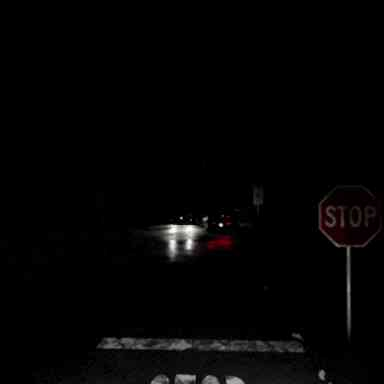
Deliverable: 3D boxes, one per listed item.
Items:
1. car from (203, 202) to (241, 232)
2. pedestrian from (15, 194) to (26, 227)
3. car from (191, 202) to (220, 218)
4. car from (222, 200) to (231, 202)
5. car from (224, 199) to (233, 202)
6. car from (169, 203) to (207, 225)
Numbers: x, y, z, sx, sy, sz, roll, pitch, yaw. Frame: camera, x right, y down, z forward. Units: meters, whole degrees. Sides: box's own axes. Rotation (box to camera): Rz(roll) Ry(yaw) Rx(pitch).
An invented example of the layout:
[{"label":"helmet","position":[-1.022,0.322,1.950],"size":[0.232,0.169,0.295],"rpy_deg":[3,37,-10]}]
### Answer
[{"label":"car","position":[2.017,1.621,21.226],"size":[1.837,1.490,4.892],"rpy_deg":[0,-1,8]},{"label":"pedestrian","position":[-9.636,1.042,18.623],"size":[0.375,1.860,0.375],"rpy_deg":[0,-4,3]},{"label":"car","position":[1.529,1.858,35.136],"size":[2.033,1.411,5.357],"rpy_deg":[0,-1,13]},{"label":"car","position":[3.695,2.049,44.540],"size":[1.895,1.301,4.718],"rpy_deg":[0,-1,13]},{"label":"car","position":[5.774,1.955,54.356],"size":[2.097,1.767,4.553],"rpy_deg":[0,-1,11]},{"label":"car","position":[-0.389,1.744,26.047],"size":[1.994,1.385,4.181],"rpy_deg":[0,-1,12]}]
